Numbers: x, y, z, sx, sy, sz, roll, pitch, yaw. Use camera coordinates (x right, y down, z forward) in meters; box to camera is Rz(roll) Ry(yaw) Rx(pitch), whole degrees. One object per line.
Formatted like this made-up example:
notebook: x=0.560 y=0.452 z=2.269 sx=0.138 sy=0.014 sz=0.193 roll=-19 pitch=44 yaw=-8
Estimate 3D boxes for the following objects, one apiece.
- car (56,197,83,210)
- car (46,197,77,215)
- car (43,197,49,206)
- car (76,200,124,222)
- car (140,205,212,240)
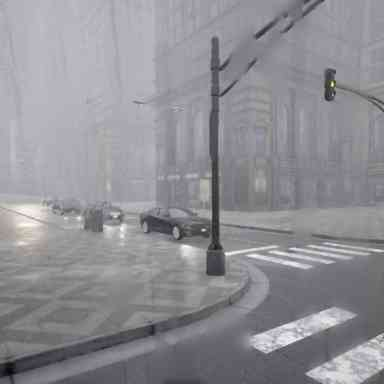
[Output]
car: x=-16.367 y=1.489 z=44.280 sx=2.033 sy=1.411 sz=5.357 roll=0 pitch=0 yaw=-35
car: x=-12.981 y=1.518 z=34.109 sx=2.033 sy=1.411 sz=5.357 roll=0 pitch=0 yaw=-35
car: x=-22.005 y=1.446 z=52.096 sx=1.812 sy=1.442 sz=4.674 roll=0 pitch=0 yaw=-35
car: x=-6.836 y=1.480 z=25.476 sx=2.128 sy=1.511 sz=4.902 roll=0 pitch=0 yaw=-35
car: x=-0.924 y=1.470 z=17.187 sx=1.882 sy=1.535 sz=5.008 roll=0 pitch=0 yaw=-36
